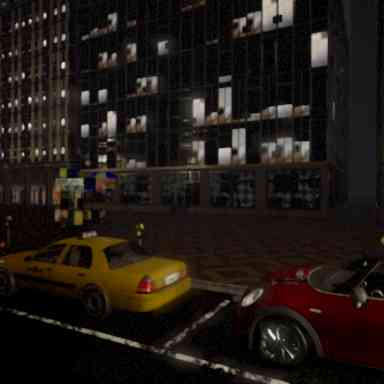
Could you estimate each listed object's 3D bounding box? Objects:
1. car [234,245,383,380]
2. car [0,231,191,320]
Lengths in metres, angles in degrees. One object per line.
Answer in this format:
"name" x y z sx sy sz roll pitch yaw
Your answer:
"car" 2.620 1.442 4.383 4.097 1.590 1.967 0 0 28
"car" -2.395 1.523 7.085 4.829 1.417 1.752 0 0 28
